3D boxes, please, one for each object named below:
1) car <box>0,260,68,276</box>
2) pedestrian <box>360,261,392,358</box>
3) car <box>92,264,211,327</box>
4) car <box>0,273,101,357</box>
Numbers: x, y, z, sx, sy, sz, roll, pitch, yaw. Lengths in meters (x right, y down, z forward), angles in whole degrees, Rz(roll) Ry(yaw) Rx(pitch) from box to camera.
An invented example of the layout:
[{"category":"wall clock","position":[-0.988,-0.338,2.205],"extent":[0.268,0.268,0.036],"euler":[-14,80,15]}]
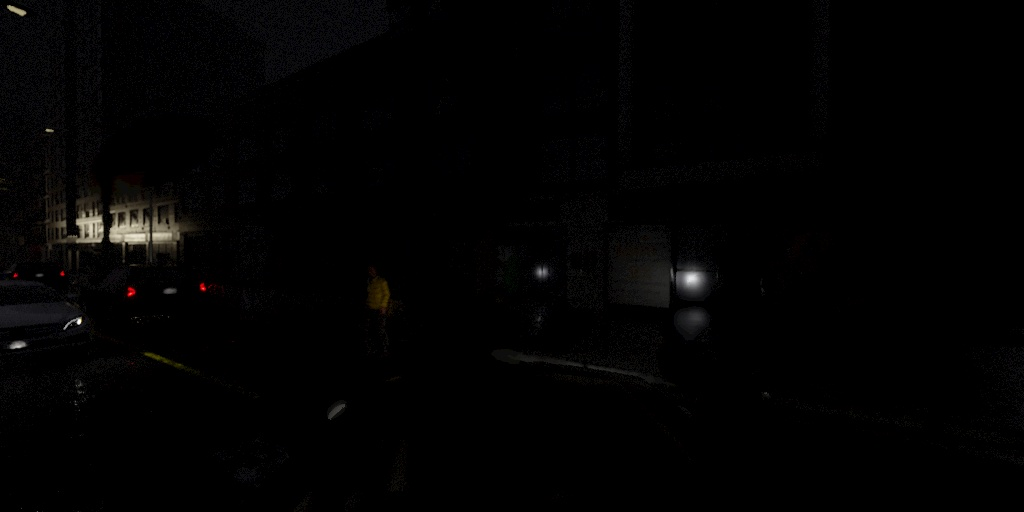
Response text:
[{"category":"car","position":[-27.728,1.089,20.738],"extent":[4.553,1.767,2.097],"euler":[0,0,30]},{"category":"pedestrian","position":[-2.567,0.996,6.728],"extent":[0.375,1.860,0.375],"euler":[1,1,30]},{"category":"car","position":[-11.753,1.047,11.472],"extent":[4.553,1.767,2.097],"euler":[0,0,30]},{"category":"car","position":[-10.511,1.246,7.343],"extent":[4.674,1.442,1.812],"euler":[0,1,30]}]
